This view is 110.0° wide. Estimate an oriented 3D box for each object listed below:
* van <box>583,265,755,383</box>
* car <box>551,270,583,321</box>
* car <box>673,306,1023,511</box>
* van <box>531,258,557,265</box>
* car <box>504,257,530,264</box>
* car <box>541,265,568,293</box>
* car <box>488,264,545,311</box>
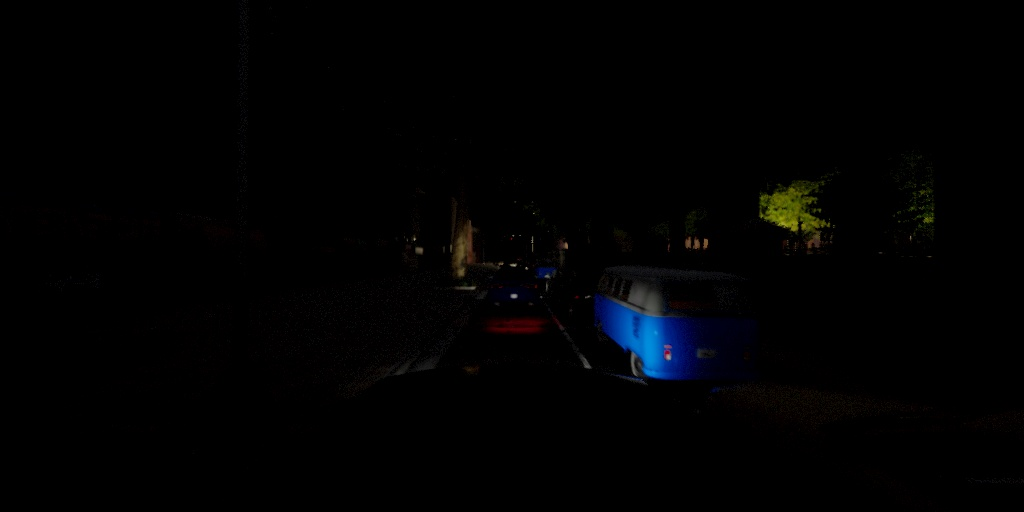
[{"bbox_3d":[2.639,1.089,6.722,1.690,1.789,3.998,0,0,0],"label":"van"},{"bbox_3d":[2.639,1.313,12.172,1.948,1.339,4.313,0,0,0],"label":"car"},{"bbox_3d":[2.638,1.275,1.443,1.751,1.417,4.829,0,0,0],"label":"car"},{"bbox_3d":[2.641,1.096,28.519,1.690,1.789,3.998,0,0,0],"label":"van"},{"bbox_3d":[0.069,1.106,28.313,2.097,1.767,4.553,0,0,0],"label":"car"},{"bbox_3d":[2.640,1.299,17.621,2.007,1.370,4.403,0,0,0],"label":"car"},{"bbox_3d":[0.076,1.226,14.549,1.882,1.535,5.008,0,-1,0],"label":"car"}]
